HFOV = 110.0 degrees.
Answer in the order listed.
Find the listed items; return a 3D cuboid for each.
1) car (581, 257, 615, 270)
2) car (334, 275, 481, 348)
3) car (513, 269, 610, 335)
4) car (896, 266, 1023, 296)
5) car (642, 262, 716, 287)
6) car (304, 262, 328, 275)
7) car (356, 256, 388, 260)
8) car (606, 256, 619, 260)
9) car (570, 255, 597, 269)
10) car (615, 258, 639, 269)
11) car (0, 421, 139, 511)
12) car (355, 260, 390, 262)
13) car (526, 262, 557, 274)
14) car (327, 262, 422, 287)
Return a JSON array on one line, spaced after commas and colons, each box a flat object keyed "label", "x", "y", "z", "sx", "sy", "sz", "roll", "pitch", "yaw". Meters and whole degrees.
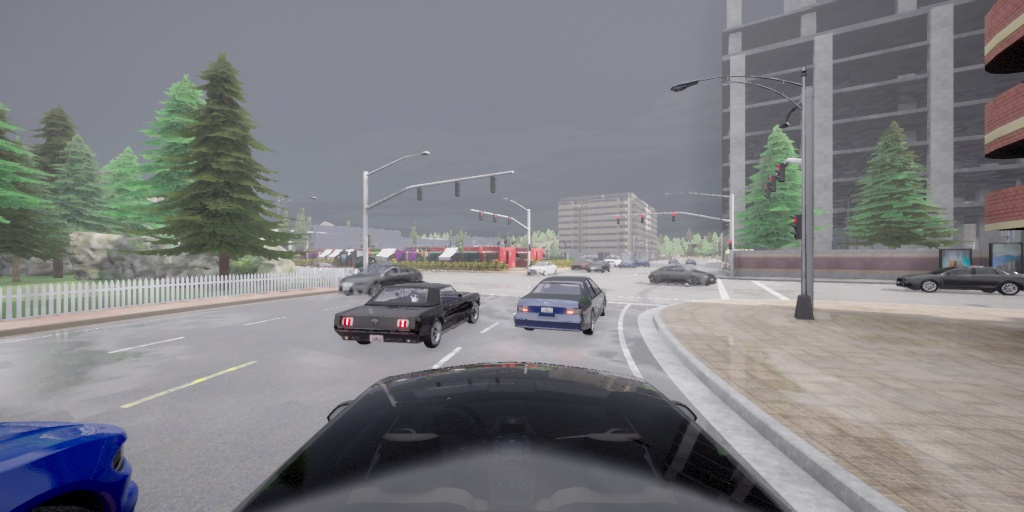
[{"label": "car", "x": 10.172, "y": 1.242, "z": 42.048, "sx": 2.128, "sy": 1.511, "sz": 4.902, "roll": 0, "pitch": 0, "yaw": 28}, {"label": "car", "x": -2.261, "y": 1.351, "z": 9.296, "sx": 1.895, "sy": 1.301, "sz": 4.718, "roll": 0, "pitch": 0, "yaw": 11}, {"label": "car", "x": 1.674, "y": 1.297, "z": 10.653, "sx": 2.033, "sy": 1.411, "sz": 5.357, "roll": 0, "pitch": 0, "yaw": 20}, {"label": "car", "x": 25.032, "y": 1.310, "z": 20.052, "sx": 4.892, "sy": 1.490, "sz": 1.837, "roll": 0, "pitch": 0, "yaw": 30}, {"label": "car", "x": 11.598, "y": 1.343, "z": 24.628, "sx": 1.994, "sy": 1.385, "sz": 4.181, "roll": 0, "pitch": 0, "yaw": -39}, {"label": "car", "x": -20.076, "y": 1.331, "z": 37.891, "sx": 4.674, "sy": 1.442, "sz": 1.812, "roll": 0, "pitch": 0, "yaw": 30}, {"label": "car", "x": -14.682, "y": 1.027, "z": 38.808, "sx": 5.566, "sy": 2.045, "sz": 2.150, "roll": 0, "pitch": 0, "yaw": 30}, {"label": "car", "x": 17.041, "y": 0.972, "z": 61.271, "sx": 2.150, "sy": 2.045, "sz": 5.566, "roll": 0, "pitch": 0, "yaw": 30}, {"label": "car", "x": 9.464, "y": 1.102, "z": 48.037, "sx": 2.097, "sy": 1.767, "sz": 4.553, "roll": 0, "pitch": 0, "yaw": 30}, {"label": "car", "x": 17.965, "y": 1.275, "z": 55.862, "sx": 1.812, "sy": 1.442, "sz": 4.674, "roll": 0, "pitch": 0, "yaw": 30}, {"label": "car", "x": -3.214, "y": 1.228, "z": 0.115, "sx": 1.882, "sy": 1.535, "sz": 5.008, "roll": 0, "pitch": 0, "yaw": -2}, {"label": "car", "x": -12.040, "y": 1.353, "z": 33.215, "sx": 5.357, "sy": 1.411, "sz": 2.033, "roll": 0, "pitch": 0, "yaw": 31}, {"label": "car", "x": 3.191, "y": 1.313, "z": 37.035, "sx": 1.812, "sy": 1.442, "sz": 4.674, "roll": 0, "pitch": 1, "yaw": 30}, {"label": "car", "x": -6.672, "y": 1.241, "z": 18.740, "sx": 2.128, "sy": 1.511, "sz": 4.902, "roll": 0, "pitch": 0, "yaw": 24}]
